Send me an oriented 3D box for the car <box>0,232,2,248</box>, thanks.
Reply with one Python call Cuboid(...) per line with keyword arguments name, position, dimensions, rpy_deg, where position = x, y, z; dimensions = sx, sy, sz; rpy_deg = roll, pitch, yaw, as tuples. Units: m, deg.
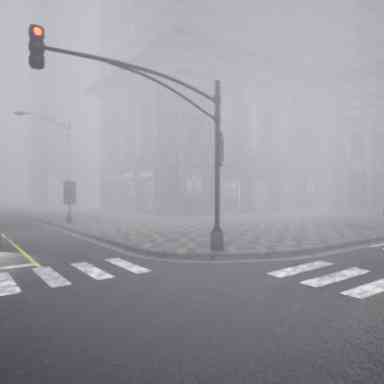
Cuboid(name="car", position=(-9.534, 1.684, 14.367), dimensions=(1.994, 1.385, 4.181), rpy_deg=(0, 0, -35))
